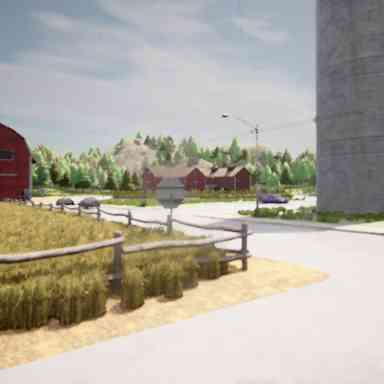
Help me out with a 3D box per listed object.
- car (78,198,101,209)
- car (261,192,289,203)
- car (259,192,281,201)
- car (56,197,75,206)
[{"bbox_3d":[-13.192,1.440,42.862,1.812,1.442,4.674,0,0,-35],"label":"car"},{"bbox_3d":[13.719,1.220,54.775,2.242,1.667,4.611,0,0,-36],"label":"car"},{"bbox_3d":[17.212,0.966,73.746,1.932,1.855,4.605,0,0,-36],"label":"car"},{"bbox_3d":[-19.852,1.479,52.012,1.994,1.385,4.181,0,0,-35],"label":"car"}]
